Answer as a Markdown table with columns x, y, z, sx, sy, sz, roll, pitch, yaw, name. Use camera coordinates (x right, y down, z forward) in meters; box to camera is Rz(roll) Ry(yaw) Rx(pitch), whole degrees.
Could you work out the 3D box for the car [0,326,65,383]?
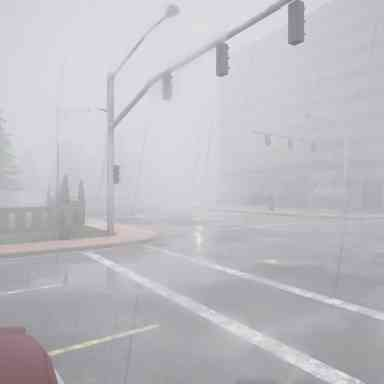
| x | y | z | sx | sy | sz | roll | pitch | yaw | name |
| --- | --- | --- | --- | --- | --- | --- | --- | --- | --- |
| -3.061 | 1.601 | 1.596 | 4.718 | 1.301 | 1.895 | 0 | 0 | -35 | car |
